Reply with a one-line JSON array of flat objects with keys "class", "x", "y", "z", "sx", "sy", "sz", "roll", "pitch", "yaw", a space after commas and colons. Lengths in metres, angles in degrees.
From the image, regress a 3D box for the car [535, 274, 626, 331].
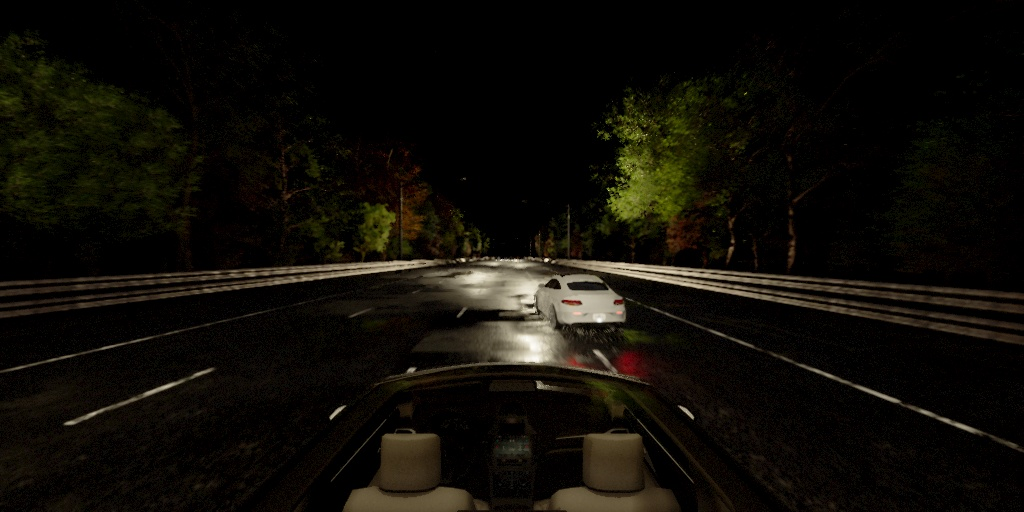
[{"class": "car", "x": 1.869, "y": 1.266, "z": 10.804, "sx": 1.812, "sy": 1.442, "sz": 4.674, "roll": 0, "pitch": 0, "yaw": -5}]
